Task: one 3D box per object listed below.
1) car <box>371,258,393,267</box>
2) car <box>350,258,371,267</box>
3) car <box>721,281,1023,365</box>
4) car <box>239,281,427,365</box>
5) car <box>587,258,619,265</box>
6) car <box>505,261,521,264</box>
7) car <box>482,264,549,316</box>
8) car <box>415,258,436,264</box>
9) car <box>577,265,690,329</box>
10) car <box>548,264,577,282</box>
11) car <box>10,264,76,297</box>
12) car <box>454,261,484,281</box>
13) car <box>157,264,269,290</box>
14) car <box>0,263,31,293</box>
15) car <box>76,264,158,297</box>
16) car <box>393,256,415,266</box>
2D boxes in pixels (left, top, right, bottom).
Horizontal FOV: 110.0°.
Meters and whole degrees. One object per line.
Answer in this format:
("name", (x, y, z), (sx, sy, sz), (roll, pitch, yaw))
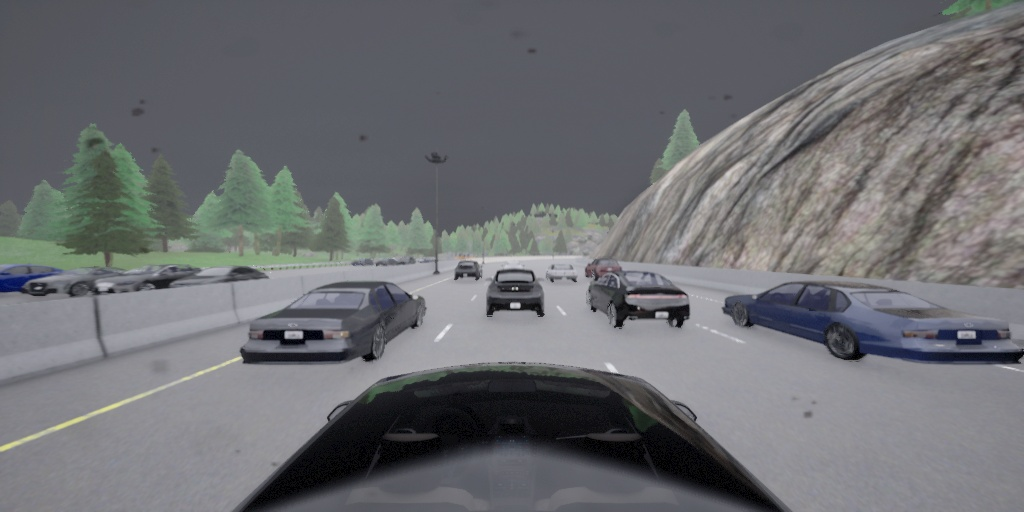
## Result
("car", (-20.882, 0.997, 59.592), (2.033, 1.411, 5.357), (0, 0, 2))
("car", (-24.375, 1.001, 58.702), (2.033, 1.411, 5.357), (0, 0, 2))
("car", (7.101, 1.264, 8.110), (2.033, 1.411, 5.357), (0, 0, 0))
("car", (-3.399, 1.264, 8.097), (2.033, 1.411, 5.357), (0, 0, 0))
("car", (7.108, 0.964, 28.195), (2.097, 1.767, 4.553), (0, 0, 0))
("car", (0.096, 1.131, 29.503), (1.812, 1.442, 4.674), (0, 0, 0))
("car", (0.103, 1.197, 12.965), (1.837, 1.490, 4.892), (0, 0, 0))
("car", (-13.890, 1.053, 59.026), (1.895, 1.301, 4.718), (0, 0, 2))
("car", (3.601, 1.193, 11.032), (2.128, 1.511, 4.902), (0, 0, 0))
("car", (3.608, 1.220, 26.875), (1.895, 1.301, 4.718), (0, 0, 0))
("car", (-21.093, 1.229, 17.956), (1.994, 1.385, 4.181), (0, 0, 0))
("car", (-3.392, 1.115, 28.549), (1.837, 1.490, 4.892), (0, 0, 0))
("car", (-14.085, 1.193, 17.603), (1.812, 1.442, 4.674), (0, 0, 0))
("car", (-24.594, 1.146, 17.461), (1.882, 1.535, 5.008), (0, 0, 0))
("car", (-17.594, 1.157, 17.888), (2.128, 1.511, 4.902), (0, 0, 0))
("car", (-17.376, 0.804, 59.012), (2.097, 1.767, 4.553), (0, 0, 2))
